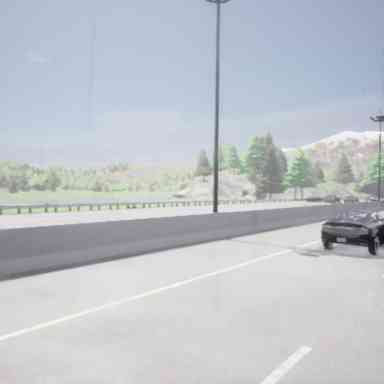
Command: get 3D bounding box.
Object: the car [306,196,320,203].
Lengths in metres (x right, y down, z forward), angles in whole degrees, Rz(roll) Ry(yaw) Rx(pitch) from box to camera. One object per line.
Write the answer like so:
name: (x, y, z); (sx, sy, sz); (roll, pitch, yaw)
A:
car: (24.399, 1.412, 66.499); (1.895, 1.301, 4.718); (1, 1, 40)

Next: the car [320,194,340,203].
car: (27.104, 1.227, 64.273); (2.097, 1.767, 4.553); (1, 1, 40)

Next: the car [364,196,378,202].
car: (32.426, 1.494, 59.740); (2.128, 1.511, 4.902); (1, 1, 41)

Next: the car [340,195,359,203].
car: (29.757, 1.428, 61.998); (1.837, 1.490, 4.892); (1, 1, 41)

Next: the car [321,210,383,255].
car: (6.838, 1.478, 13.524); (2.128, 1.511, 4.902); (1, 1, 41)
